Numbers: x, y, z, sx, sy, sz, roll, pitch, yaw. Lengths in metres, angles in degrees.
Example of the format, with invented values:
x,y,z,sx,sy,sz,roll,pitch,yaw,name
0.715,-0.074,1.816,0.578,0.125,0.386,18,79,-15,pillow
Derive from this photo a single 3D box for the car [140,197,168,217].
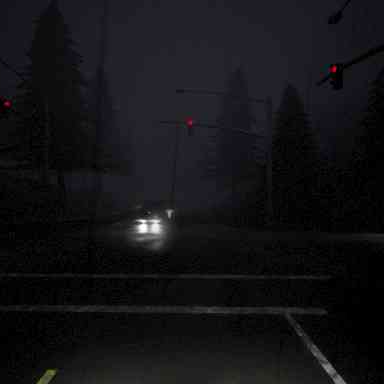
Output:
x,y,z,sx,sy,sz,roll,pitch,yaw,name
-3.654,1.491,30.819,2.128,1.511,4.902,0,0,0,car

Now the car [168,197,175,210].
x,y,z,sx,sy,sz,roll,pitch,yaw,name
-3.643,1.478,44.034,1.882,1.535,5.008,0,0,0,car

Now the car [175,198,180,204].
x,y,z,sx,sy,sz,roll,pitch,yaw,name
-4.100,1.564,61.663,1.994,1.385,4.181,0,0,-39,car
